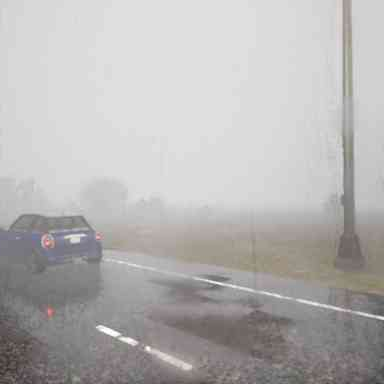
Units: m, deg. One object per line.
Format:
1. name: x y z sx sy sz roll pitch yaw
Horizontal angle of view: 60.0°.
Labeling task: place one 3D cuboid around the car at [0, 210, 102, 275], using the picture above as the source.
1. car: -5.005 1.455 11.133 4.553 1.767 2.097 -1 0 41
